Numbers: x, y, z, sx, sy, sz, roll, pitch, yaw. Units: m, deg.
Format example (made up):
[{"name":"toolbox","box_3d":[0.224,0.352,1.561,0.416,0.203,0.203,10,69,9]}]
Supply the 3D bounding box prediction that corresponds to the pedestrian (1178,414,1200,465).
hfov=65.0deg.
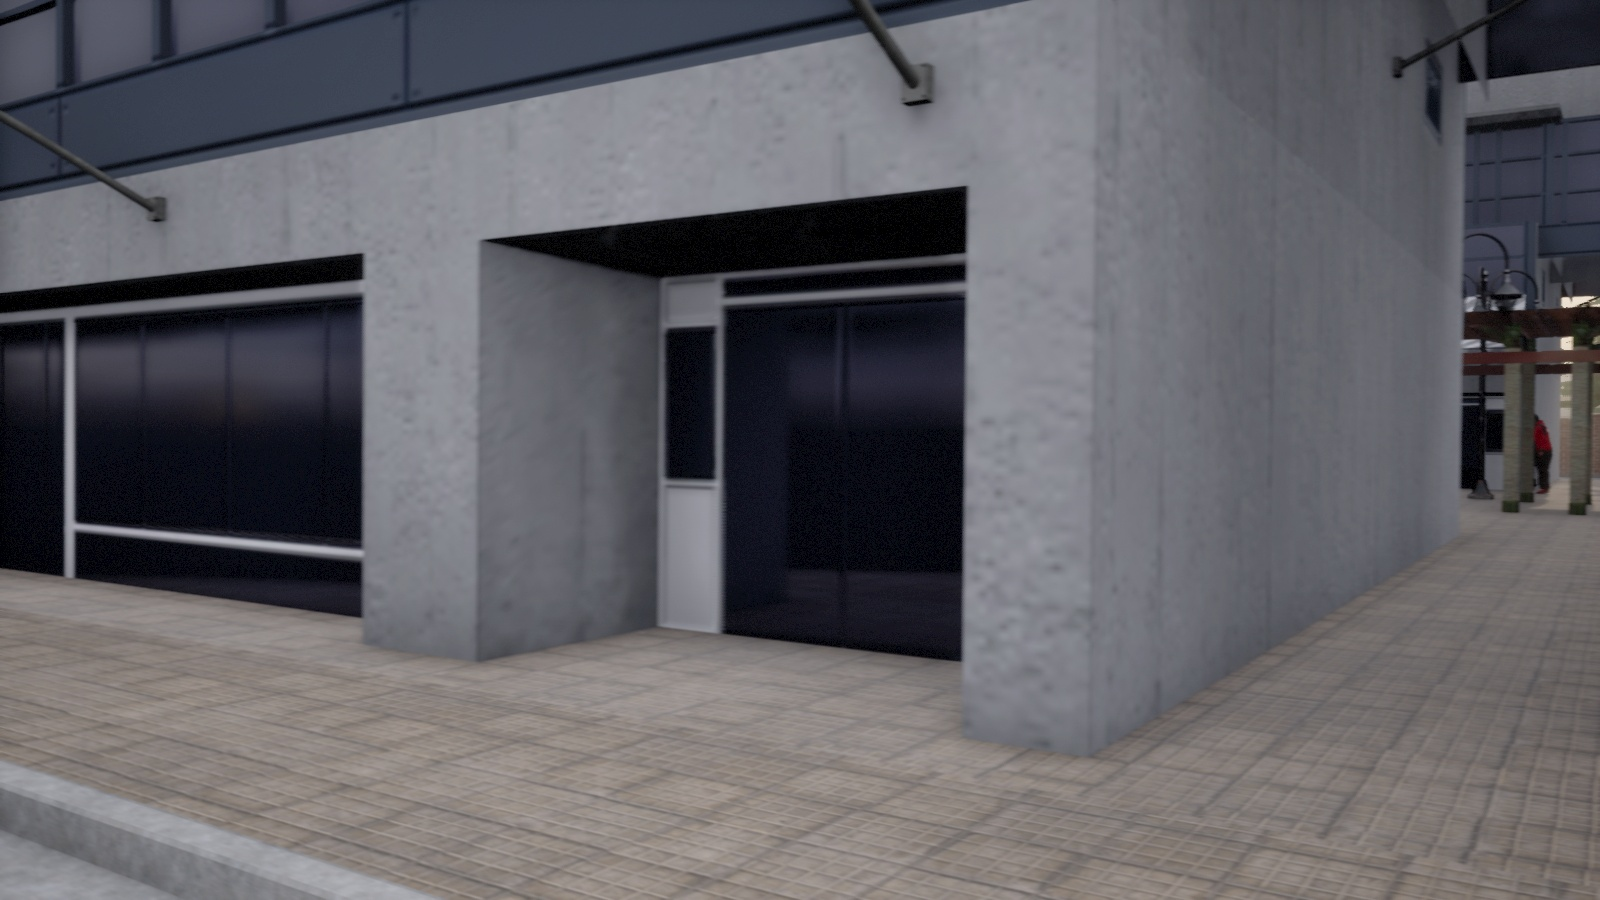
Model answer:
[{"name":"pedestrian","box_3d":[14.924,-0.400,48.134,0.692,1.930,0.395,0,1,38]}]

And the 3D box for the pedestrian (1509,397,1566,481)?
[{"name":"pedestrian","box_3d":[16.421,-0.238,27.957,0.899,1.844,0.634,-1,1,0]}]
